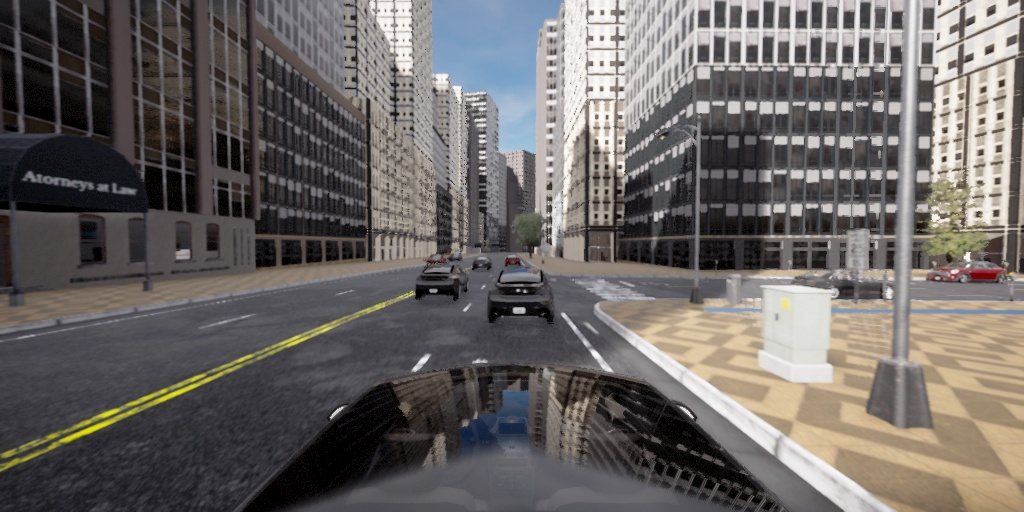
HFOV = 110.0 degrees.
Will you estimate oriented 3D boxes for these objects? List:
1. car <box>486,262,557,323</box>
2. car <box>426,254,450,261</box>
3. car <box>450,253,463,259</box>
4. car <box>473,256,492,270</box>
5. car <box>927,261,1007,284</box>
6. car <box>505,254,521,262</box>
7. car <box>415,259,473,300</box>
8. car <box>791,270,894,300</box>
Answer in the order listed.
[{"bbox_3d":[0.363,1.112,11.431,1.837,1.490,4.892,-1,0,4],"label":"car"},{"bbox_3d":[-9.825,0.514,46.632,1.882,1.535,5.008,0,1,0],"label":"car"},{"bbox_3d":[-9.784,0.265,62.341,1.882,1.535,5.008,0,1,1],"label":"car"},{"bbox_3d":[-3.151,0.692,38.465,1.812,1.442,4.674,0,1,0],"label":"car"},{"bbox_3d":[32.742,1.108,25.940,4.097,1.591,1.967,0,0,-1],"label":"car"},{"bbox_3d":[0.098,0.519,46.291,1.882,1.535,5.008,0,1,0],"label":"car"},{"bbox_3d":[-3.140,1.103,16.755,1.837,1.490,4.892,1,1,0],"label":"car"},{"bbox_3d":[15.914,1.329,17.221,4.403,1.370,2.007,0,0,-1],"label":"car"}]
